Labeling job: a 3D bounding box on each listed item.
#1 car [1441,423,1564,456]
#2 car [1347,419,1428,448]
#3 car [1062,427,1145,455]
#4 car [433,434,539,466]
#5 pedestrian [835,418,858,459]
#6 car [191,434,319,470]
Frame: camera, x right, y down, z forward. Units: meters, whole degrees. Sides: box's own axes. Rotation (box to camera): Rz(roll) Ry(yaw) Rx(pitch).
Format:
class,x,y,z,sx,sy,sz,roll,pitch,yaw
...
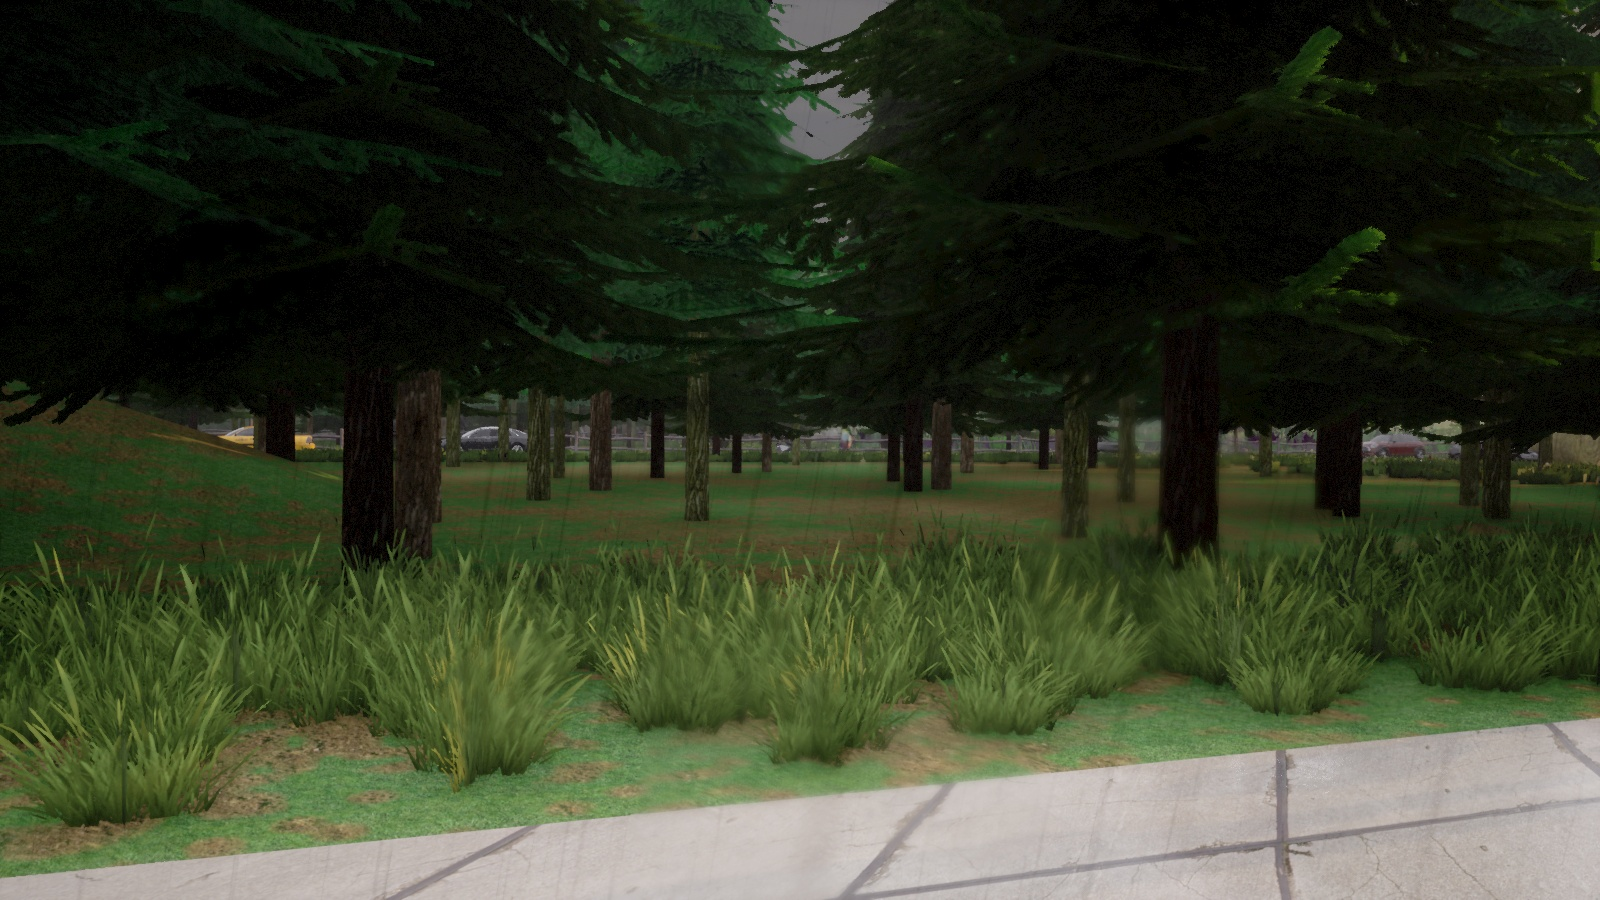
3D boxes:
class,x,y,z,sx,sy,sz,roll,pitch,yaw
car,33.119,-0.499,59.391,2.163,1.488,4.792,-1,1,-22
car,37.994,-1.084,81.266,4.553,1.767,2.097,-1,1,-19
car,16.977,-0.523,70.245,4.193,1.474,1.816,-1,1,-19
car,-15.475,-0.037,61.913,4.892,1.490,1.837,-1,1,-21
pedestrian,2.262,-0.568,60.673,0.873,1.952,0.659,-1,1,-32
car,-25.178,0.062,58.221,5.366,1.575,1.801,-1,1,-21
